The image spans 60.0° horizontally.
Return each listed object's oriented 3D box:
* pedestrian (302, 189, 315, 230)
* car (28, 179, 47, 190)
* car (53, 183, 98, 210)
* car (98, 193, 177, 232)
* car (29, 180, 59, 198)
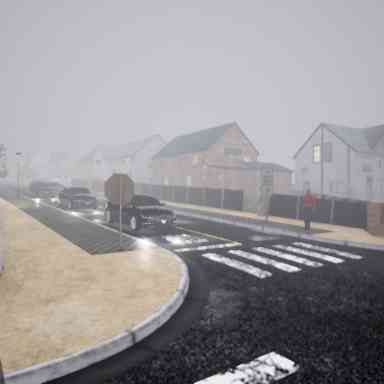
[{"bbox_3d":[5.111,0.747,14.747,0.375,1.860,0.375,4,-2,-35],"label":"pedestrian"},{"bbox_3d":[-24.426,-1.178,52.508,1.837,1.490,4.892,0,3,-36],"label":"car"},{"bbox_3d":[-8.185,0.370,23.721,1.837,1.490,4.892,0,3,-34],"label":"car"},{"bbox_3d":[-2.513,0.848,15.481,1.837,1.490,4.892,0,3,-35],"label":"car"},{"bbox_3d":[-15.552,-0.247,34.439,1.837,1.490,4.892,0,3,-34],"label":"car"}]
